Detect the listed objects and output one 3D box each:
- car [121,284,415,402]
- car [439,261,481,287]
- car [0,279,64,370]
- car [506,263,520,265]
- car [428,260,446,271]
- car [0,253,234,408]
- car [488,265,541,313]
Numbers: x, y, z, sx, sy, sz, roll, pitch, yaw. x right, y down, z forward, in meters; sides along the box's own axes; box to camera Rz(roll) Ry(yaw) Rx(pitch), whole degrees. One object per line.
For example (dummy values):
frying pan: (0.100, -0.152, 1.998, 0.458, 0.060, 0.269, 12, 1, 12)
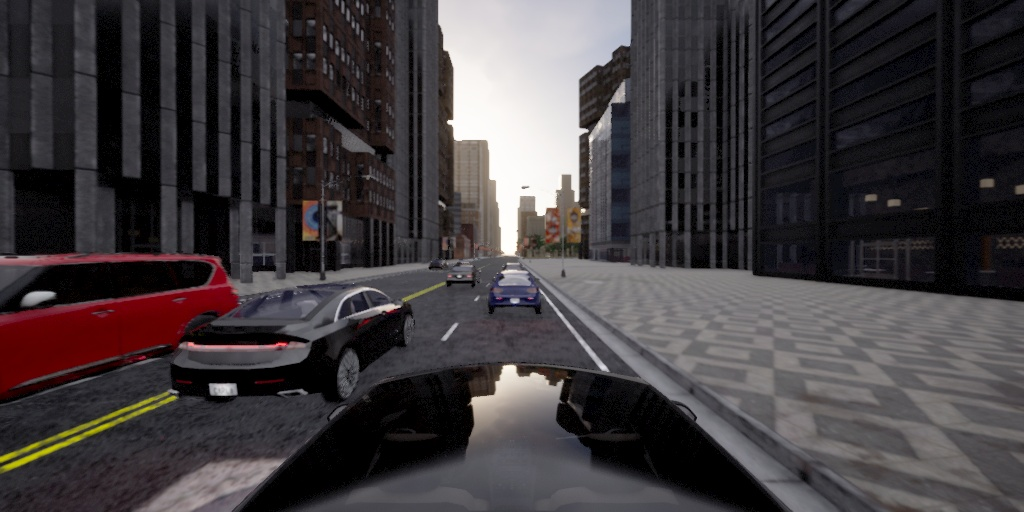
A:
car: (-3.152, 1.238, 6.342, 2.128, 1.511, 4.902, 0, 0, 0)
car: (-3.147, 1.260, 23.941, 2.033, 1.411, 5.357, 0, 0, 0)
car: (-9.850, 1.225, 4.618, 1.882, 1.535, 5.008, 0, 0, 0)
car: (0.103, 1.262, 29.722, 1.994, 1.385, 4.181, 0, 0, 0)
car: (-9.818, 1.193, 48.287, 2.033, 1.411, 5.357, 0, 0, 0)
car: (-6.601, 0.969, 4.988, 2.150, 2.045, 5.566, 0, 0, 0)
car: (0.086, 1.261, 13.796, 1.812, 1.442, 4.674, 0, 0, 0)
